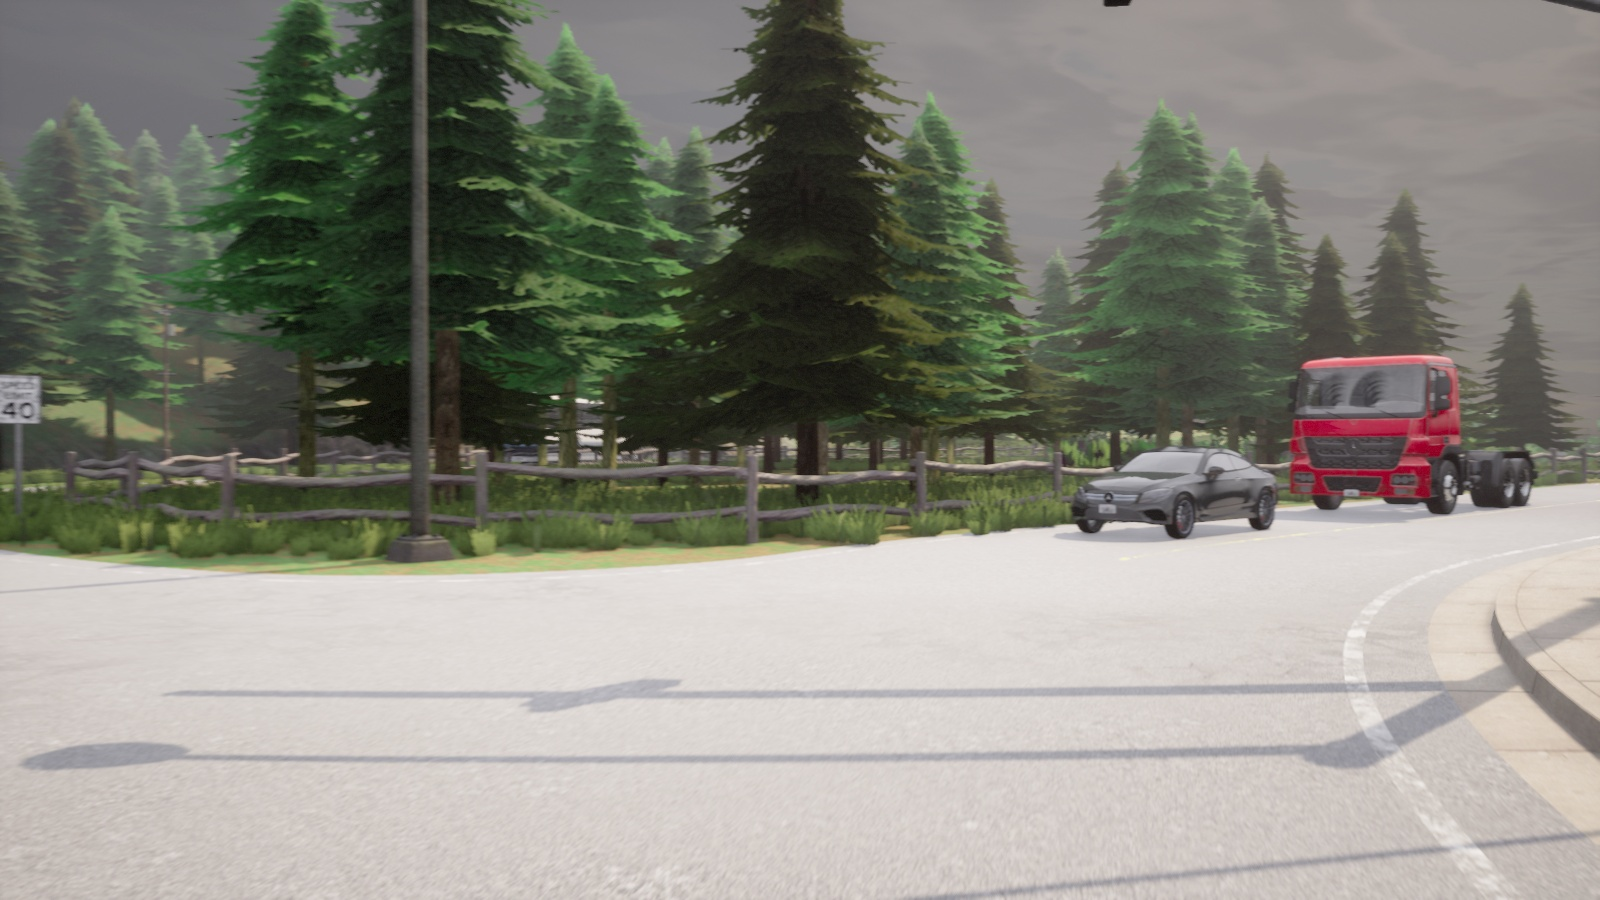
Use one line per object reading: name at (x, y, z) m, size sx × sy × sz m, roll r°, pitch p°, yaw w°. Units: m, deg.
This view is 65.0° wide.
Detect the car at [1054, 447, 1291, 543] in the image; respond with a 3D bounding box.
car at (6.384, 0.668, 21.199) m, size 4.674 × 1.442 × 1.812 m, roll 0°, pitch 0°, yaw -45°

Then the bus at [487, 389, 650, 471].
bus at (-12.757, -1.038, 70.616) m, size 3.944 × 4.253 × 10.273 m, roll 0°, pitch 0°, yaw 24°

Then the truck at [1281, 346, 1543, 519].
truck at (14.260, -0.363, 28.896) m, size 7.936 × 3.462 × 2.891 m, roll 0°, pitch 0°, yaw -44°
